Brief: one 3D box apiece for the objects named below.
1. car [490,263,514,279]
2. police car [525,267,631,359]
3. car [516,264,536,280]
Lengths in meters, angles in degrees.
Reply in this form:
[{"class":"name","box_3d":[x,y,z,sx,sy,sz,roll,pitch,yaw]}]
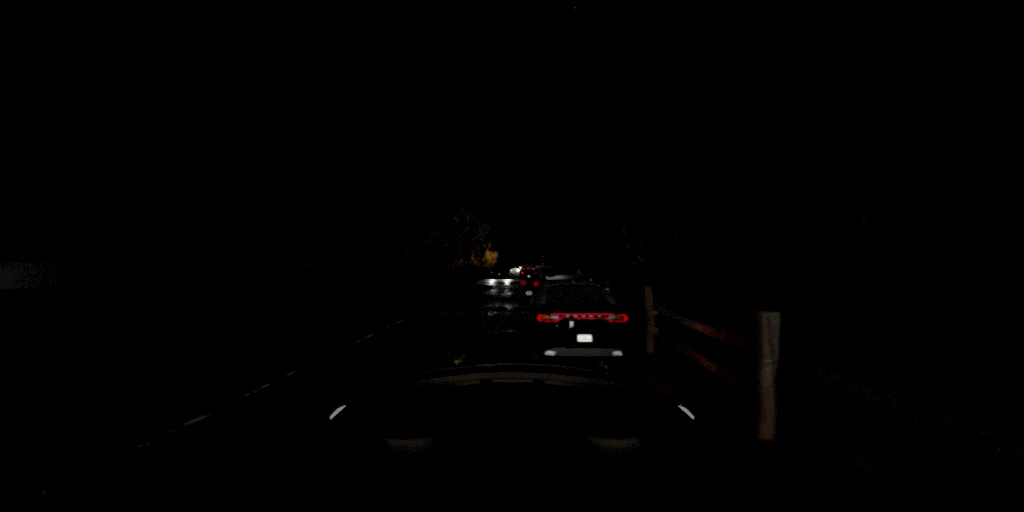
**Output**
[{"class":"car","box_3d":[-1.139,1.561,37.534,1.837,1.490,4.892,0,-1,3]},{"class":"police car","box_3d":[1.362,1.226,8.724,1.930,1.638,5.238,0,0,3]},{"class":"car","box_3d":[1.701,1.627,35.635,1.895,1.301,4.718,0,0,3]}]
